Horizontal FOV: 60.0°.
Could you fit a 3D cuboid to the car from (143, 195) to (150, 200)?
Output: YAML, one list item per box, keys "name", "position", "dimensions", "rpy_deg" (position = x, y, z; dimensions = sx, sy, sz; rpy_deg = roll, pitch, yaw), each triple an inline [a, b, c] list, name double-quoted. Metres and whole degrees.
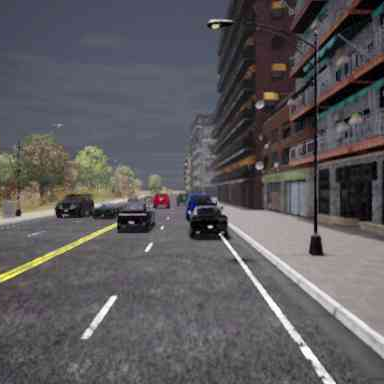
- name: "car"
  position: [-8.503, 1.410, 64.975]
  dimensions: [2.128, 1.511, 4.902]
  rpy_deg: [0, 0, -3]

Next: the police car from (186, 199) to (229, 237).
- name: "police car"
  position: [0.811, 1.390, 17.936]
  dimensions: [1.930, 1.638, 5.238]
  rpy_deg: [0, 0, -1]

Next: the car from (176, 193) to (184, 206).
- name: "car"
  position: [-1.368, 1.138, 54.018]
  dimensions: [2.150, 2.045, 5.566]
  rpy_deg: [0, 0, -3]

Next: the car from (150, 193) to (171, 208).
- name: "car"
  position: [-4.170, 1.144, 46.213]
  dimensions: [2.150, 2.045, 5.566]
  rpy_deg: [0, 0, -3]

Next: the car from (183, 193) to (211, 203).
- name: "car"
  position: [0.592, 1.173, 27.907]
  dimensions: [2.150, 2.045, 5.566]
  rpy_deg: [0, 0, -2]

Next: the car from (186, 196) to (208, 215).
- name: "car"
  position: [0.418, 1.291, 33.876]
  dimensions: [2.097, 1.767, 4.553]
  rpy_deg: [0, 0, -2]

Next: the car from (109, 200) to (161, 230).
- name: "car"
  position: [-3.372, 1.452, 20.606]
  dimensions: [2.128, 1.511, 4.902]
  rpy_deg: [0, 0, -1]

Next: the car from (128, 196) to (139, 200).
- name: "car"
  position: [-11.949, 1.446, 68.079]
  dimensions: [2.033, 1.411, 5.357]
  rpy_deg: [0, 0, -3]

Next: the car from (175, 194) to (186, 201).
- name: "car"
  position: [-2.654, 1.301, 75.492]
  dimensions: [2.128, 1.511, 4.902]
  rpy_deg: [0, 0, -4]

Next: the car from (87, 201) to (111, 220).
- name: "car"
  position: [-6.997, 1.551, 28.057]
  dimensions: [1.895, 1.301, 4.718]
  rpy_deg: [0, 0, -2]

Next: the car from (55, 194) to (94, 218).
- name: "car"
  position: [-10.292, 1.169, 29.741]
  dimensions: [2.150, 2.045, 5.566]
  rpy_deg: [0, 0, -2]
